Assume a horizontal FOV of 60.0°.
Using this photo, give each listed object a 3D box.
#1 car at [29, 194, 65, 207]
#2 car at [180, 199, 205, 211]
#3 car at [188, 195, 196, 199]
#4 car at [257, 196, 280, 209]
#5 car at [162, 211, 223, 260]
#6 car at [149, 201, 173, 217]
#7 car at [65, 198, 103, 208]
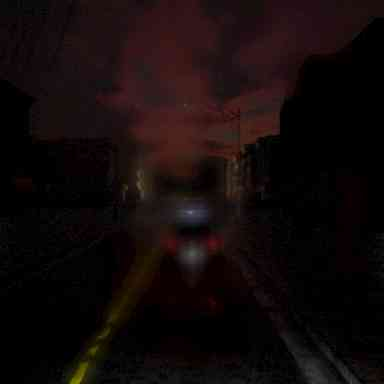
[{"bbox_3d":[-20.186,1.185,46.426,5.009,1.841,2.192,0,0,0],"label":"car"},{"bbox_3d":[0.013,1.543,25.493,2.033,1.411,5.357,0,0,0],"label":"car"},{"bbox_3d":[-0.103,1.497,83.319,1.837,1.490,4.892,0,0,0],"label":"car"},{"bbox_3d":[11.657,1.414,46.520,5.009,1.841,2.192,0,-1,0],"label":"car"},{"bbox_3d":[0.046,1.596,12.290,1.895,1.301,4.718,0,0,1],"label":"car"},{"bbox_3d":[-2.835,1.544,31.274,2.033,1.411,5.357,0,0,0],"label":"car"},{"bbox_3d":[-14.754,1.452,46.440,4.507,1.381,1.887,0,0,0],"label":"car"}]
